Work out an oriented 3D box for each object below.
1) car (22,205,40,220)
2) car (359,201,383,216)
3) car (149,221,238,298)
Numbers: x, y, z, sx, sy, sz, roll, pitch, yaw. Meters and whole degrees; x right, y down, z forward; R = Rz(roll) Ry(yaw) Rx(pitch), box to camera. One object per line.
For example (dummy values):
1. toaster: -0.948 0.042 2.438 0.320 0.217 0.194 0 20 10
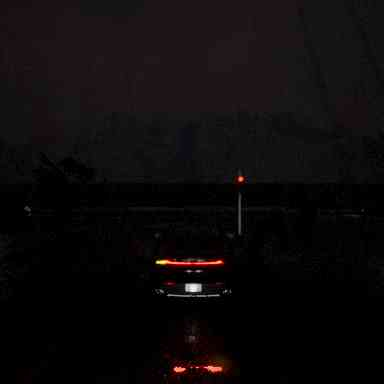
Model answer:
1. car: -15.018 1.352 27.371 4.553 1.767 2.097 0 0 0
2. car: 18.203 1.564 31.591 4.181 1.385 1.994 0 0 0
3. car: 0.053 1.505 8.512 1.837 1.490 4.892 0 0 1
